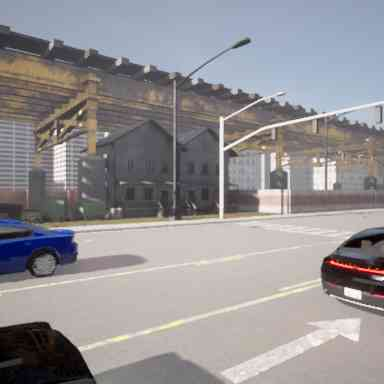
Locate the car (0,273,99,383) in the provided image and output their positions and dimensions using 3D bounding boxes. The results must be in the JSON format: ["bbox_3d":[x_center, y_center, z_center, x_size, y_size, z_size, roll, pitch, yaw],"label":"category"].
[{"bbox_3d":[-2.848,1.600,1.718,4.718,1.301,1.895,0,0,-35],"label":"car"}]

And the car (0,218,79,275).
[{"bbox_3d":[-5.558,1.478,8.611,5.008,1.535,1.882,0,0,-35],"label":"car"}]

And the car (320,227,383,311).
[{"bbox_3d":[4.765,1.510,7.162,4.892,1.490,1.837,0,0,-35],"label":"car"}]
